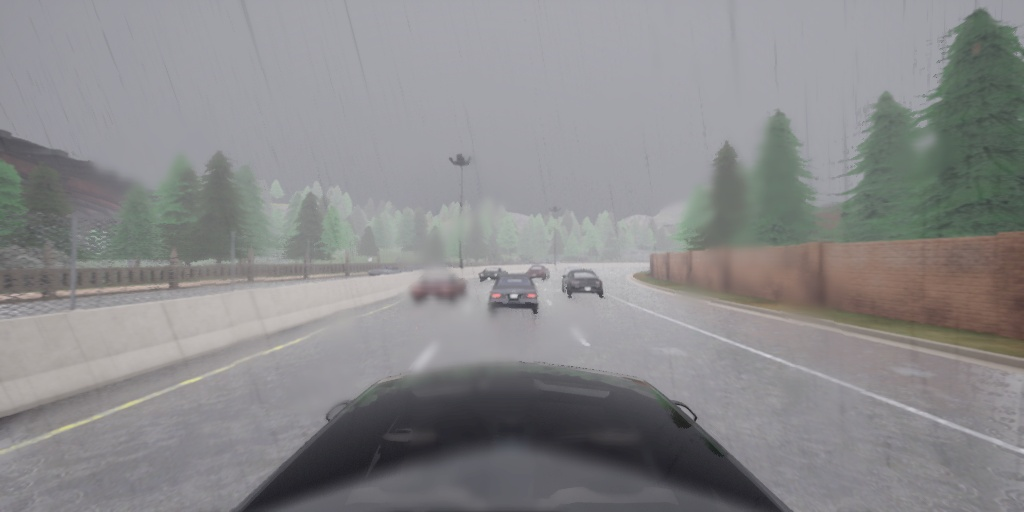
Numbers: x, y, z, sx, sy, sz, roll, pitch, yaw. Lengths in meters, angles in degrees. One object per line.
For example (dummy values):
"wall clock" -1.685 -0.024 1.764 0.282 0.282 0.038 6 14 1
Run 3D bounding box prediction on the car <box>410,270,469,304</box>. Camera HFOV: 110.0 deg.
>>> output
"car" -3.297 1.519 17.389 1.895 1.301 4.718 0 -1 2

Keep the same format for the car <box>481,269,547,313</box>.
"car" 0.117 1.433 14.628 2.033 1.411 5.357 0 -1 1

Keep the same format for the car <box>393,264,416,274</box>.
"car" -10.776 1.661 40.344 2.128 1.511 4.902 0 -1 15

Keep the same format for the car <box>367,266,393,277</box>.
"car" -14.279 1.778 40.829 1.895 1.301 4.718 0 -1 14

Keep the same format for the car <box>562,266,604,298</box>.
"car" 3.838 1.462 19.878 1.812 1.442 4.674 0 -1 3

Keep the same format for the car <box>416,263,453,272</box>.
"car" -7.773 1.489 37.828 2.097 1.767 4.553 0 -1 14

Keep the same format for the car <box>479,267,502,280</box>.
"car" -1.538 1.678 32.789 1.895 1.301 4.718 0 -1 11

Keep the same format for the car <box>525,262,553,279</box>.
"car" 2.603 1.625 35.342 1.812 1.442 4.674 0 -1 13
